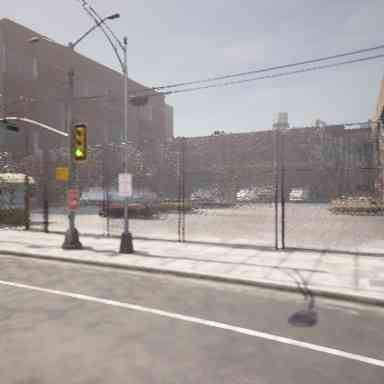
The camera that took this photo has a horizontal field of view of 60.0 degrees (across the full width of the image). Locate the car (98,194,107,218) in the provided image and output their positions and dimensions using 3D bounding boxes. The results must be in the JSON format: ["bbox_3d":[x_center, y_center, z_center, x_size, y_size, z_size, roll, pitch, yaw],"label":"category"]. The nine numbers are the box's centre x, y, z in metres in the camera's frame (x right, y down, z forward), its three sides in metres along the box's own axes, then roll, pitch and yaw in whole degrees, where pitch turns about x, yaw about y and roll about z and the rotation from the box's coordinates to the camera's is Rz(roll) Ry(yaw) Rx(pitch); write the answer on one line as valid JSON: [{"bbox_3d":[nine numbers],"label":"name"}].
[{"bbox_3d":[-5.564,1.251,27.502,4.553,1.767,2.185,0,0,26],"label":"car"}]

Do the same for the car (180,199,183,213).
[{"bbox_3d":[-2.221,1.378,34.327,4.193,1.474,1.816,0,0,26],"label":"car"}]
